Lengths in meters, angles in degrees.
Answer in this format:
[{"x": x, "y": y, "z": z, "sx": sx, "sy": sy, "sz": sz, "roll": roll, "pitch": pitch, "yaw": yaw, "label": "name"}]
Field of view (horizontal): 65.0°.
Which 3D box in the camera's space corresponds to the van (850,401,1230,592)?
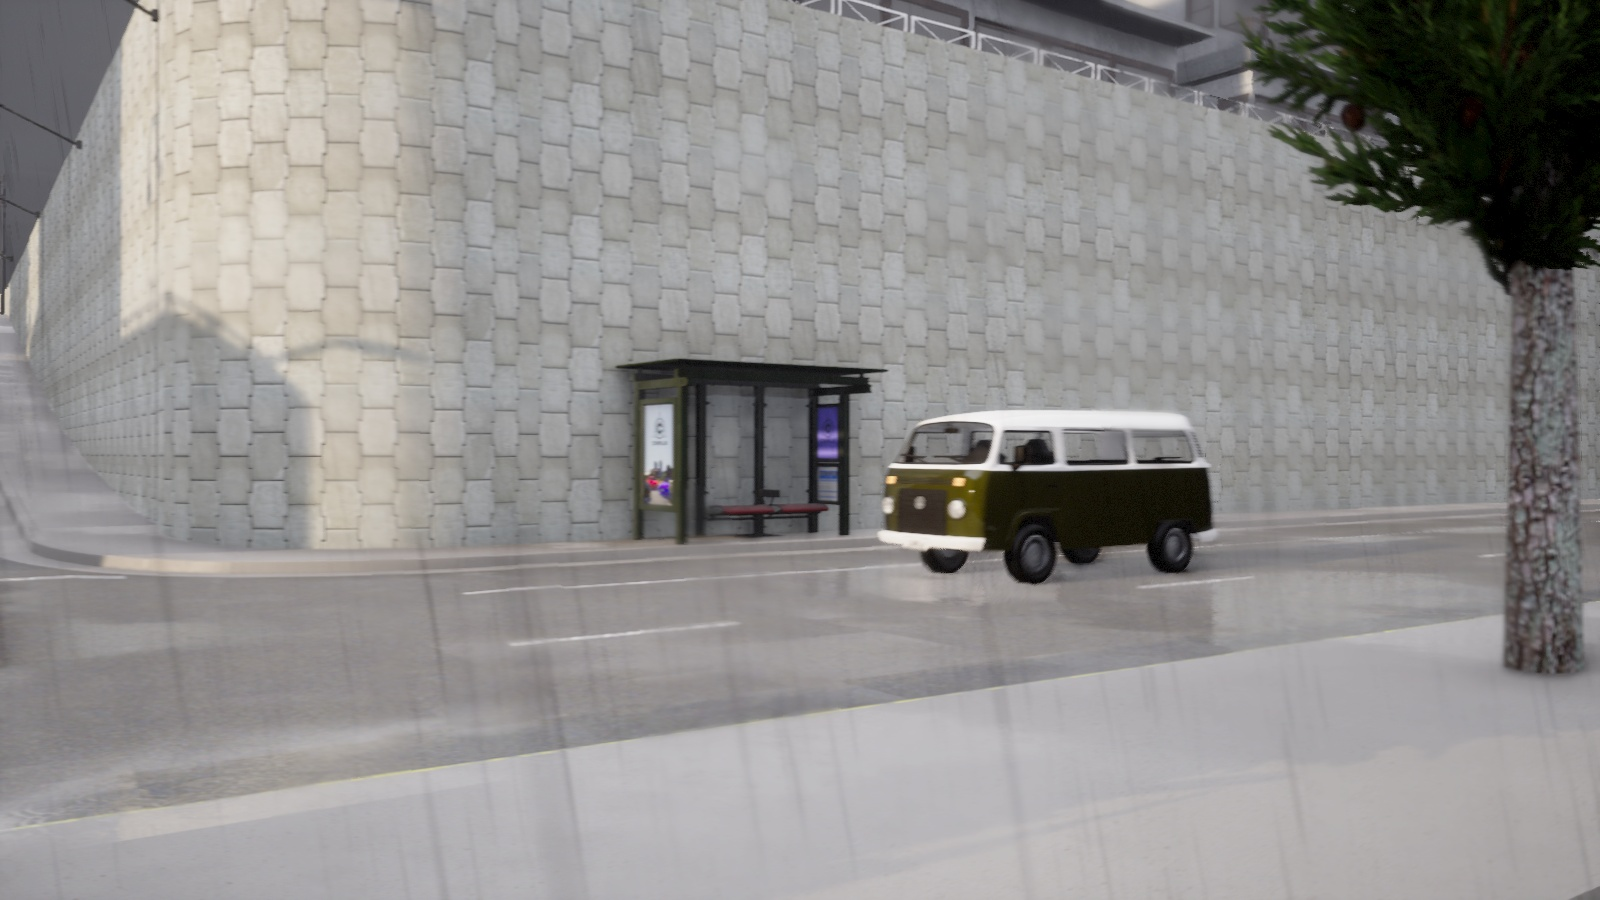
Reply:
[{"x": 3.035, "y": 0.500, "z": 15.519, "sx": 4.480, "sy": 2.038, "sz": 2.069, "roll": 0, "pitch": 0, "yaw": -35, "label": "van"}]
